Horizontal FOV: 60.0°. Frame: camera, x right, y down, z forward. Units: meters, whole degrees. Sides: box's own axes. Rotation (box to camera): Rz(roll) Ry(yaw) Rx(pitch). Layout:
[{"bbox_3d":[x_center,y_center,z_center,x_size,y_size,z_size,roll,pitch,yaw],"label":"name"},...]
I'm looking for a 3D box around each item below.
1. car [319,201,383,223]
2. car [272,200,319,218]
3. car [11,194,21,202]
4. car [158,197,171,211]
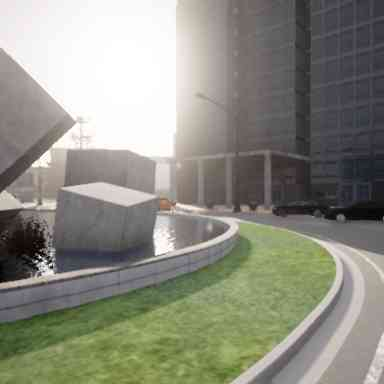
[{"bbox_3d":[12.410,1.444,24.503,5.008,1.535,1.882,-1,0,9],"label":"car"},{"bbox_3d":[9.488,1.461,29.071,4.902,1.511,2.128,0,0,21],"label":"car"},{"bbox_3d":[-22.145,1.242,37.108,2.150,2.045,5.566,1,1,39],"label":"car"},{"bbox_3d":[-4.539,1.341,38.955,2.097,1.767,4.553,0,0,-43],"label":"car"}]
